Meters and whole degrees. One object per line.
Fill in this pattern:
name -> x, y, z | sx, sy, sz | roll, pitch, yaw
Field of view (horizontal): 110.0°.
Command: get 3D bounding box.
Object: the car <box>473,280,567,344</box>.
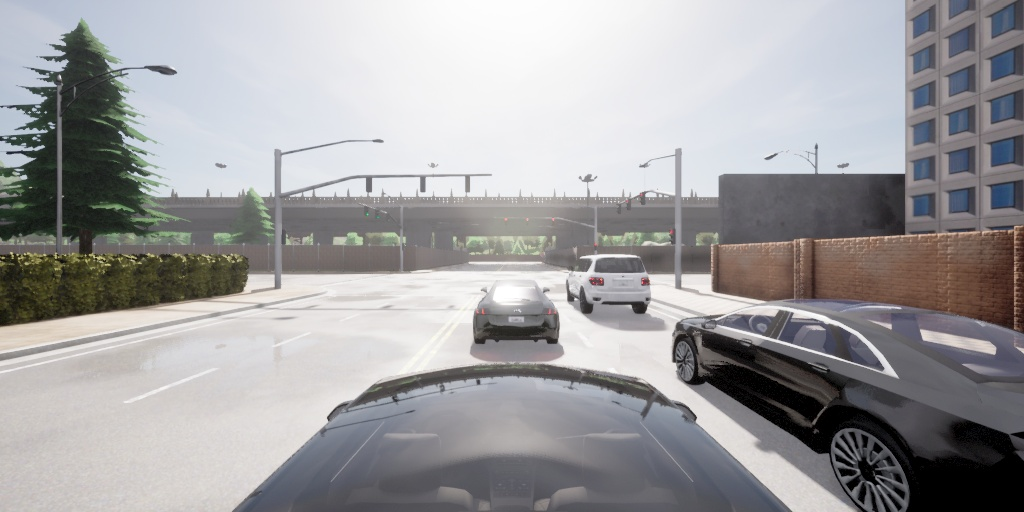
car -> 0.092, 1.314, 9.586 | 1.994, 1.385, 4.181 | 0, 0, 0

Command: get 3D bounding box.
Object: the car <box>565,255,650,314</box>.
car -> 3.488, 0.971, 13.931 | 2.150, 2.045, 5.566 | 0, 0, 0

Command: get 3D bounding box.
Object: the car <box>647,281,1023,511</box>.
car -> 3.595, 1.242, 4.126 | 2.128, 1.511, 4.902 | 0, 0, 0
